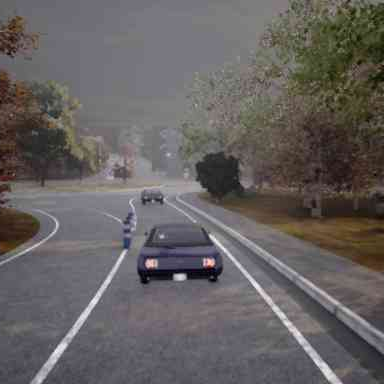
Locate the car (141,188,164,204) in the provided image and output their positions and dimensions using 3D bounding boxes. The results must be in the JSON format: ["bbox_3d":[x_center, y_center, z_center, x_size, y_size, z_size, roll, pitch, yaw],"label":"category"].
[{"bbox_3d":[-3.758,0.318,30.926,1.895,1.301,4.718,-1,5,-10],"label":"car"}]

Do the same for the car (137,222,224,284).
[{"bbox_3d":[-0.400,1.482,9.311,1.895,1.301,4.718,0,1,-4],"label":"car"}]

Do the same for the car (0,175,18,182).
[{"bbox_3d":[-37.560,-2.912,67.014,2.097,1.767,4.553,3,5,34],"label":"car"}]
